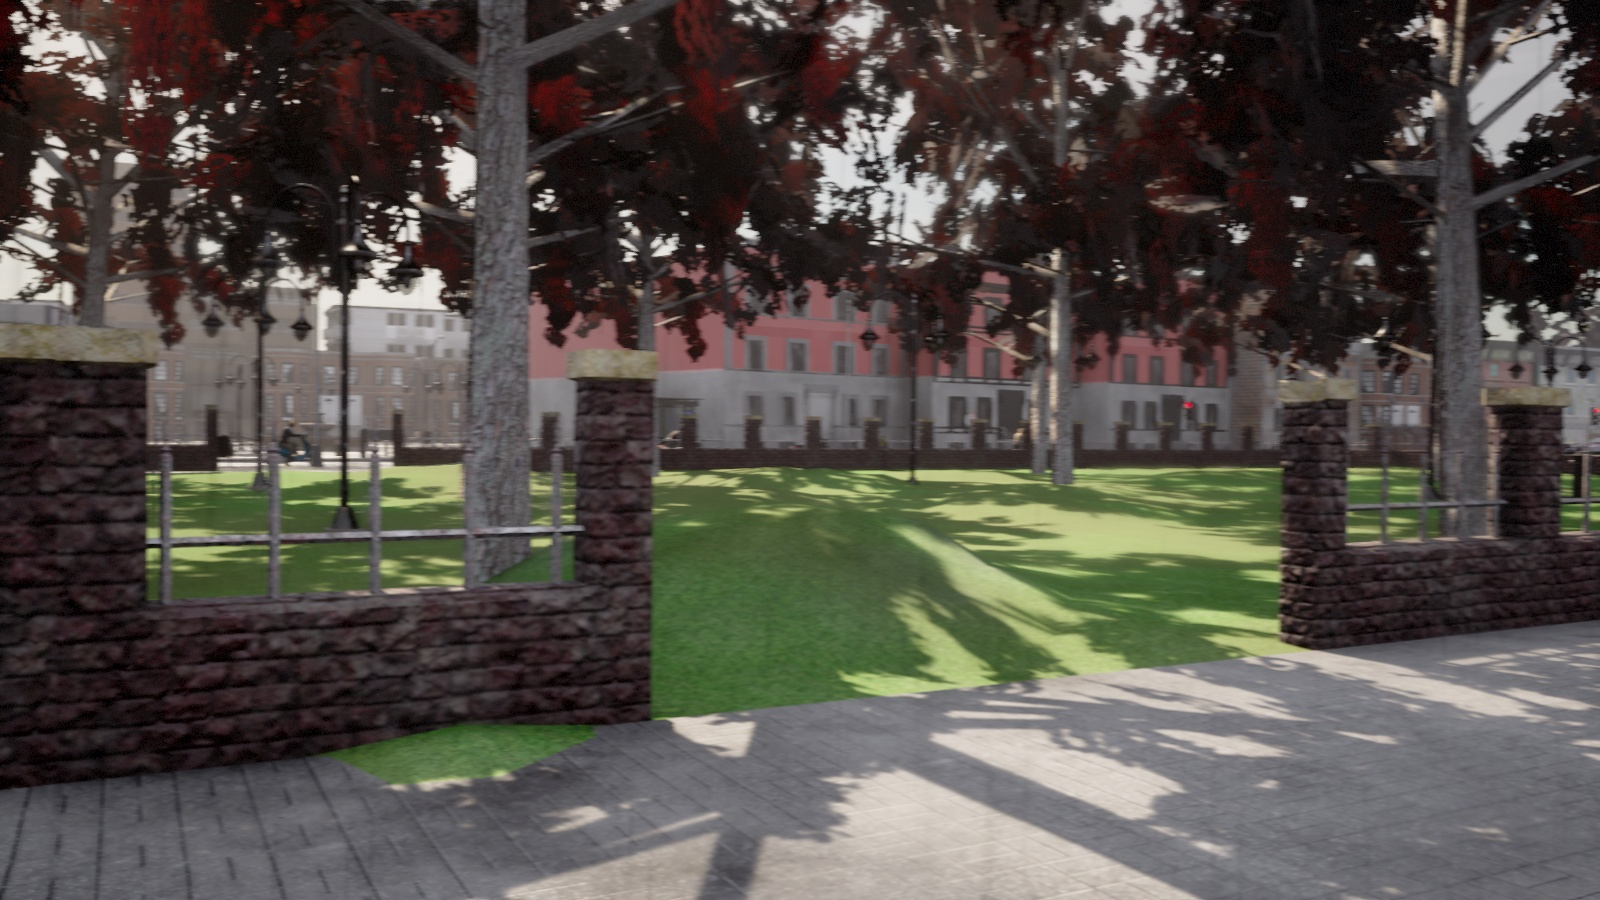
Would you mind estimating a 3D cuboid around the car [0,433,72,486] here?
[{"bbox_3d":[-24.960,0.297,37.642,5.366,1.575,1.801,-1,1,-28],"label":"car"}]

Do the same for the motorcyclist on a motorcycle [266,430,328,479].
[{"bbox_3d":[-16.817,0.151,41.987,1.817,1.590,0.866,-1,1,-28],"label":"motorcyclist on a motorcycle"}]

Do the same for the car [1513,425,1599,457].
[{"bbox_3d":[33.089,-0.399,53.201,1.895,1.301,4.718,-1,1,-29],"label":"car"}]
